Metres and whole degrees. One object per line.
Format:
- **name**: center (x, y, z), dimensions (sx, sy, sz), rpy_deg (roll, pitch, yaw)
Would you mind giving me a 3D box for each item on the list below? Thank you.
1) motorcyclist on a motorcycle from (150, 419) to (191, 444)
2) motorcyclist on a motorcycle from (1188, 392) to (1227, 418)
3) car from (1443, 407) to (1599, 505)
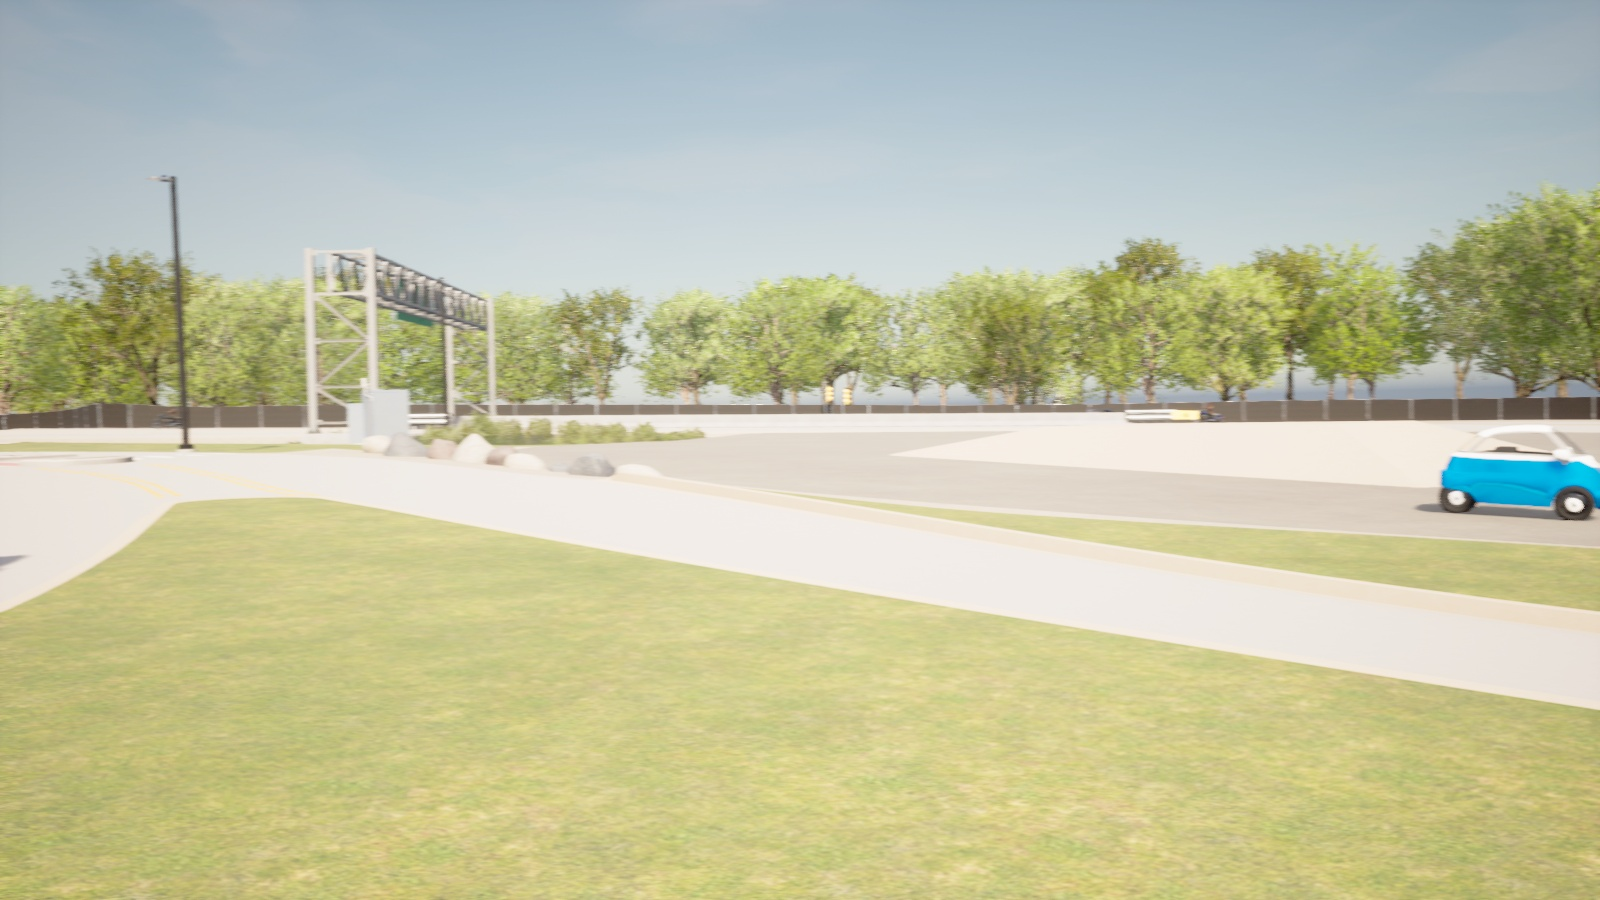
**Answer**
- **motorcyclist on a motorcycle**: center (-43.405, -1.295, 86.655), dimensions (2.350, 1.649, 0.766), rpy_deg (-2, 2, -12)
- **motorcyclist on a motorcycle**: center (27.622, -3.048, 85.070), dimensions (2.350, 1.649, 0.766), rpy_deg (2, 2, -1)
- **car**: center (11.047, 0.062, 19.012), dimensions (2.207, 1.376, 1.481), rpy_deg (1, 3, 33)
